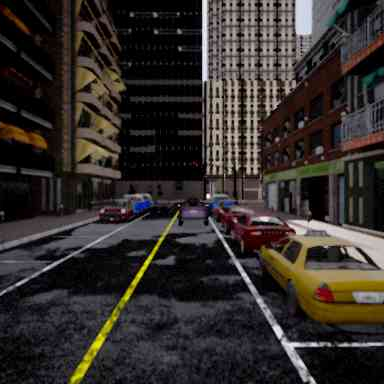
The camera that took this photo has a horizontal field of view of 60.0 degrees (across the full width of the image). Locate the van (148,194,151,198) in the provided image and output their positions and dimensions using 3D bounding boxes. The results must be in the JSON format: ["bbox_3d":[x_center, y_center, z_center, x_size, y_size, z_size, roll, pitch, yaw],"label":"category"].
[{"bbox_3d":[-5.312,1.108,35.398,1.690,1.788,3.998,0,0,0],"label":"van"}]

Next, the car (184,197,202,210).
[{"bbox_3d":[0.100,1.292,39.179,2.033,1.411,5.357,0,0,0],"label":"car"}]

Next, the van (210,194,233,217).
[{"bbox_3d":[2.568,1.141,29.715,1.690,1.788,3.998,0,0,0],"label":"van"}]

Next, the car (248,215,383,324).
[{"bbox_3d":[2.568,1.473,7.129,1.752,1.417,4.829,0,0,0],"label":"car"}]

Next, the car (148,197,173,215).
[{"bbox_3d":[-2.828,1.394,30.976,1.895,1.301,4.718,0,0,0],"label":"car"}]

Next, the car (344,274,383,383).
[{"bbox_3d":[2.568,1.556,1.269,1.947,1.339,4.313,0,0,0],"label":"car"}]

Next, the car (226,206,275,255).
[{"bbox_3d":[2.568,1.454,12.646,1.887,1.381,4.507,0,0,0],"label":"car"}]

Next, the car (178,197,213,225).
[{"bbox_3d":[0.098,1.273,22.673,2.033,1.649,4.856,0,0,0],"label":"car"}]

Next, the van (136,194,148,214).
[{"bbox_3d":[-5.312,1.141,29.709,1.690,1.788,3.998,0,0,0],"label":"van"}]

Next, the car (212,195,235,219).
[{"bbox_3d":[2.568,1.275,24.025,1.967,1.590,4.097,0,0,0],"label":"car"}]

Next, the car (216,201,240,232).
[{"bbox_3d":[2.568,1.416,18.336,1.887,1.381,4.507,0,0,0],"label":"car"}]

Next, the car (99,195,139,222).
[{"bbox_3d":[-5.312,1.275,24.020,1.967,1.590,4.097,0,0,0],"label":"car"}]
